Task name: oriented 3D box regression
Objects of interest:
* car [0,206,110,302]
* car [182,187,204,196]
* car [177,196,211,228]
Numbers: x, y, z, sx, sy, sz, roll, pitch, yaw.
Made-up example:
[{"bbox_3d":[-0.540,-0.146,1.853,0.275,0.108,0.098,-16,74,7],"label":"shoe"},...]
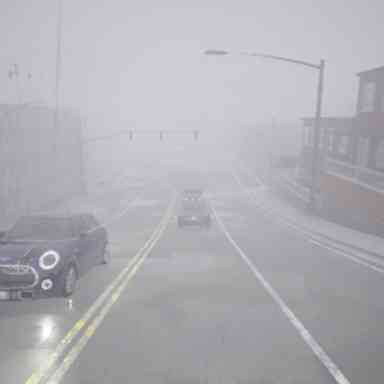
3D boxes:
[{"bbox_3d":[-3.597,1.320,8.433,2.097,1.767,4.553,0,0,0],"label":"car"},{"bbox_3d":[0.095,0.274,30.138,2.033,1.411,5.357,0,8,0],"label":"car"},{"bbox_3d":[0.104,1.279,20.252,1.994,1.385,4.181,0,3,0],"label":"car"}]
